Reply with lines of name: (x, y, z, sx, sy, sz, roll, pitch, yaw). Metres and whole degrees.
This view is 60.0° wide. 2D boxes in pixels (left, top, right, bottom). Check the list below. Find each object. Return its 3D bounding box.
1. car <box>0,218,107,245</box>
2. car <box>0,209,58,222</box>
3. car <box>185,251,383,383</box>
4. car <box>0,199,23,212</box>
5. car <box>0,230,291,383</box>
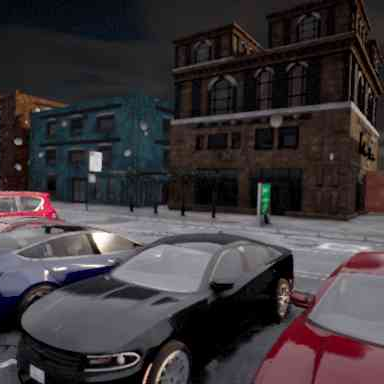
car: (-2.251, 1.413, 6.790, 2.163, 1.488, 4.792, 1, 1, 36)
car: (-4.534, 1.364, 8.386, 2.002, 1.452, 4.674, 2, 1, 36)
car: (2.275, 1.478, 3.532, 2.097, 1.535, 5.008, 1, 1, 35)
car: (-9.061, 1.196, 11.620, 2.097, 1.535, 5.008, 2, 1, 36)
car: (0.004, 1.435, 5.151, 2.097, 1.535, 5.008, 1, 1, 36)
